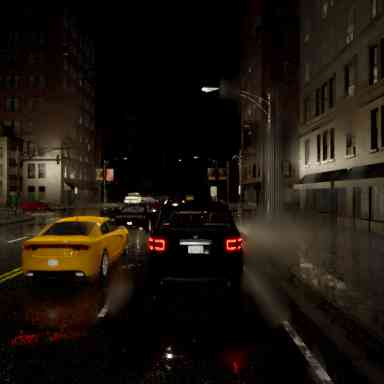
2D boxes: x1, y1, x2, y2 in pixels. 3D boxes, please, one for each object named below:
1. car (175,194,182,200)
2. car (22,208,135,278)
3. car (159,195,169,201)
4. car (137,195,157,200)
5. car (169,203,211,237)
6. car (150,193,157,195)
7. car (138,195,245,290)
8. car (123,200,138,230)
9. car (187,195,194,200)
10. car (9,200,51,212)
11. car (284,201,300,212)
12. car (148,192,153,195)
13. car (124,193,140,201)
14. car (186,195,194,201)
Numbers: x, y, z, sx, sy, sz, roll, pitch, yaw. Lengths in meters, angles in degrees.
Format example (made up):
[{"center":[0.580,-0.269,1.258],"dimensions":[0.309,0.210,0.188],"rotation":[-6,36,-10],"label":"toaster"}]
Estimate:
[{"center":[-3.760,1.347,91.436],"dimensions":[1.837,1.490,4.892],"rotation":[0,0,0],"label":"car"},{"center":[-3.205,1.478,10.124],"dimensions":[1.882,1.535,5.008],"rotation":[0,0,0],"label":"car"},{"center":[-6.964,1.457,83.153],"dimensions":[1.882,1.535,5.008],"rotation":[0,0,0],"label":"car"},{"center":[-6.884,1.540,52.382],"dimensions":[2.033,1.411,5.357],"rotation":[0,0,-1],"label":"car"},{"center":[-0.103,1.491,19.077],"dimensions":[2.128,1.511,4.902],"rotation":[0,0,0],"label":"car"},{"center":[-6.884,1.532,68.989],"dimensions":[2.033,1.411,5.357],"rotation":[0,0,0],"label":"car"},{"center":[0.051,1.221,9.210],"dimensions":[2.150,2.045,5.566],"rotation":[0,0,0],"label":"car"},{"center":[-3.258,1.477,19.784],"dimensions":[1.882,1.535,5.008],"rotation":[0,0,0],"label":"car"},{"center":[-0.510,1.442,91.484],"dimensions":[1.895,1.301,4.718],"rotation":[0,0,0],"label":"car"},{"center":[-18.124,1.568,37.433],"dimensions":[4.181,1.385,1.994],"rotation":[0,0,-5],"label":"car"},{"center":[12.569,1.600,37.742],"dimensions":[4.181,1.385,1.994],"rotation":[0,0,0],"label":"car"},{"center":[-10.142,1.341,70.447],"dimensions":[2.097,1.767,4.553],"rotation":[0,0,0],"label":"car"},{"center":[-10.150,1.210,57.504],"dimensions":[2.150,2.045,5.566],"rotation":[0,0,0],"label":"car"},{"center":[-0.451,1.457,81.034],"dimensions":[1.882,1.535,5.008],"rotation":[0,0,0],"label":"car"}]
